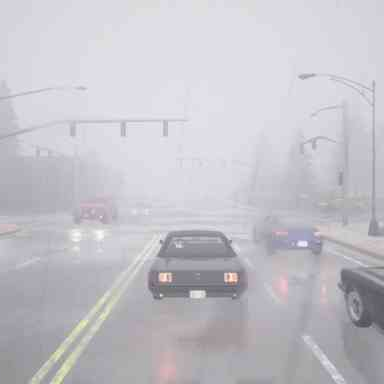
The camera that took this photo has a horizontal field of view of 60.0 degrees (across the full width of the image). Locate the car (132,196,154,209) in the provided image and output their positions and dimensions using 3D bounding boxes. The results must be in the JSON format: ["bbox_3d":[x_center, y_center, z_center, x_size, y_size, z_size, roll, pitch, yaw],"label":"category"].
[{"bbox_3d":[-6.911,1.352,46.064,2.097,1.767,4.553,0,0,0],"label":"car"}]

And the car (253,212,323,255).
[{"bbox_3d":[3.633,1.526,13.153,1.812,1.442,4.674,0,0,0],"label":"car"}]

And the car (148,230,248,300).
[{"bbox_3d":[0.097,1.601,8.361,1.895,1.301,4.718,0,0,0],"label":"car"}]

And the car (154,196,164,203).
[{"bbox_3d":[-6.760,1.564,66.657,1.994,1.385,4.181,0,0,1],"label":"car"}]

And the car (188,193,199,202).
[{"bbox_3d":[0.306,1.225,74.932,2.150,2.045,5.566,0,0,0],"label":"car"}]

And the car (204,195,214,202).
[{"bbox_3d":[3.810,1.355,75.038,2.097,1.767,4.553,0,0,0],"label":"car"}]

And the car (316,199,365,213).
[{"bbox_3d":[16.069,1.478,36.137,5.008,1.535,1.882,0,0,0],"label":"car"}]

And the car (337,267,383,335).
[{"bbox_3d":[3.612,1.601,4.050,1.895,1.301,4.718,0,0,0],"label":"car"}]

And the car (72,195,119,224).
[{"bbox_3d":[-7.001,1.222,24.795,2.150,2.045,5.566,0,0,0],"label":"car"}]
